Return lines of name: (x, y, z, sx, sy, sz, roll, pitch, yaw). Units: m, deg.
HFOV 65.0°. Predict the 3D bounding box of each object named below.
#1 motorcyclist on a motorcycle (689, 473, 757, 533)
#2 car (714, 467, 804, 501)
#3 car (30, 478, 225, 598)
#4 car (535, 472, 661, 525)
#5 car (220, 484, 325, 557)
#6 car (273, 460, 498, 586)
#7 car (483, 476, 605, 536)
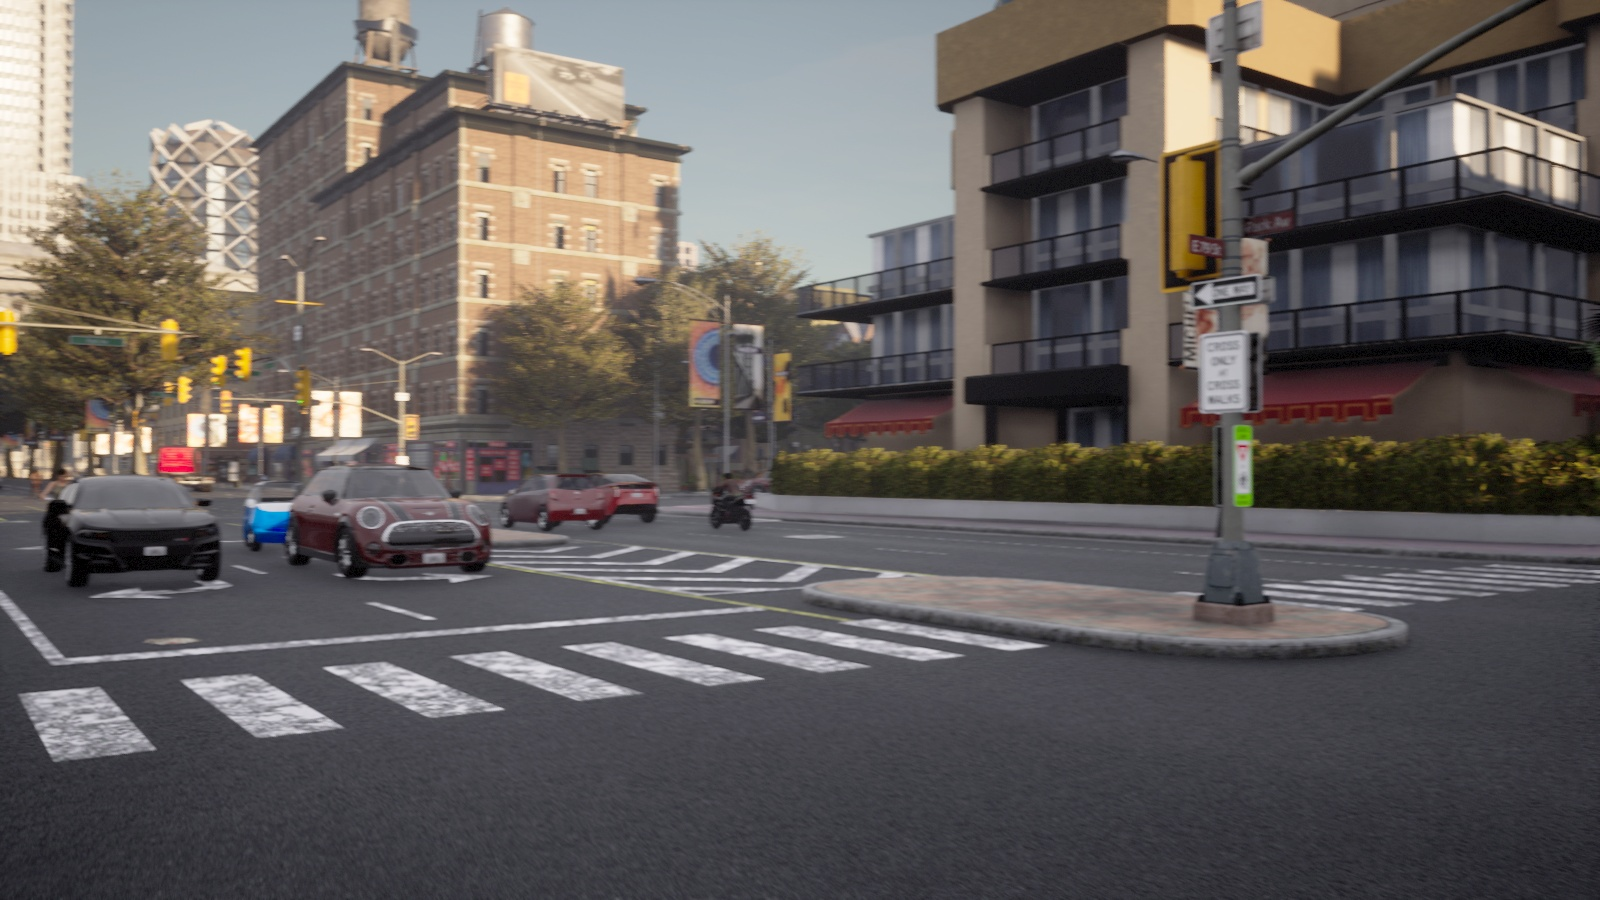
motorcyclist on a motorcycle: (-2.039, 1.371, 33.039, 0.797, 1.523, 2.044, 0, -1, -36)
car: (-2.236, 1.860, 69.230, 4.553, 1.767, 2.097, 0, -1, -37)
car: (-10.175, 1.189, 18.781, 1.882, 1.535, 5.008, 0, -1, -36)
car: (-6.291, 1.466, 38.767, 2.007, 1.525, 4.514, 0, -1, -36)
car: (-10.684, 1.382, 25.382, 1.481, 1.376, 2.207, 0, -2, -36)
car: (-6.705, 1.063, 19.971, 2.097, 1.767, 4.553, 0, -1, -36)
car: (-6.937, 1.454, 33.792, 1.845, 1.501, 3.633, 0, -1, -36)
